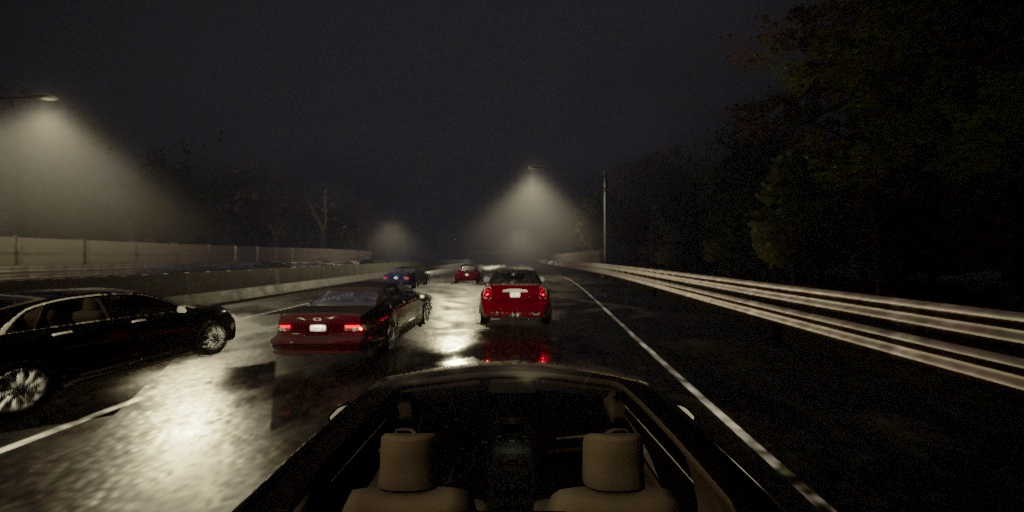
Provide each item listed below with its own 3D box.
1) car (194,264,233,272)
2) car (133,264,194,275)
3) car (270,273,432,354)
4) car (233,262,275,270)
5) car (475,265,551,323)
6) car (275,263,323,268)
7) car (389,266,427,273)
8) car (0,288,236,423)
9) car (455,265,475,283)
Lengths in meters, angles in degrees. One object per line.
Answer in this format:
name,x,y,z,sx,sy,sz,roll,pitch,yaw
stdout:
car,-24.595,1.414,31.177,1.994,1.385,4.181,0,0,0
car,-27.934,1.392,29.670,2.033,1.411,5.357,0,0,-2
car,-3.405,1.319,8.805,2.033,1.411,5.357,0,0,0
car,-21.097,1.328,31.068,1.882,1.535,5.008,0,0,0
car,0.095,1.136,12.351,2.097,1.767,4.553,0,0,0
car,-17.600,1.397,31.091,2.033,1.411,5.357,0,0,0
car,-6.905,1.371,23.817,2.033,1.411,5.357,0,0,0
car,-6.914,1.269,5.774,1.837,1.490,4.892,0,0,0
car,-3.405,1.407,29.063,1.994,1.385,4.181,0,0,0
